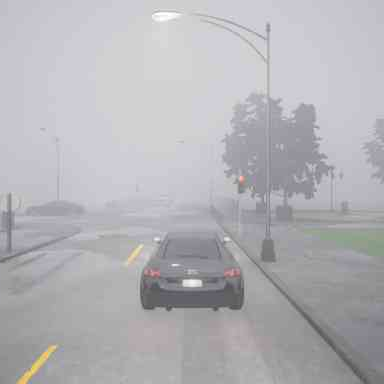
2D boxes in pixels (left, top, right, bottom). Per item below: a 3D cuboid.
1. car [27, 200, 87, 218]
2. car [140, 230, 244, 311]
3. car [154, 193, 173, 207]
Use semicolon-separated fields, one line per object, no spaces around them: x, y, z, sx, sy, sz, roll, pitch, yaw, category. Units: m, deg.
-11.974;1.478;29.551;5.008;1.535;1.882;0;1;-4;car
0.002;1.564;7.826;1.994;1.385;4.181;0;0;0;car
-4.504;1.221;51.041;2.150;2.045;5.566;0;0;-1;car
